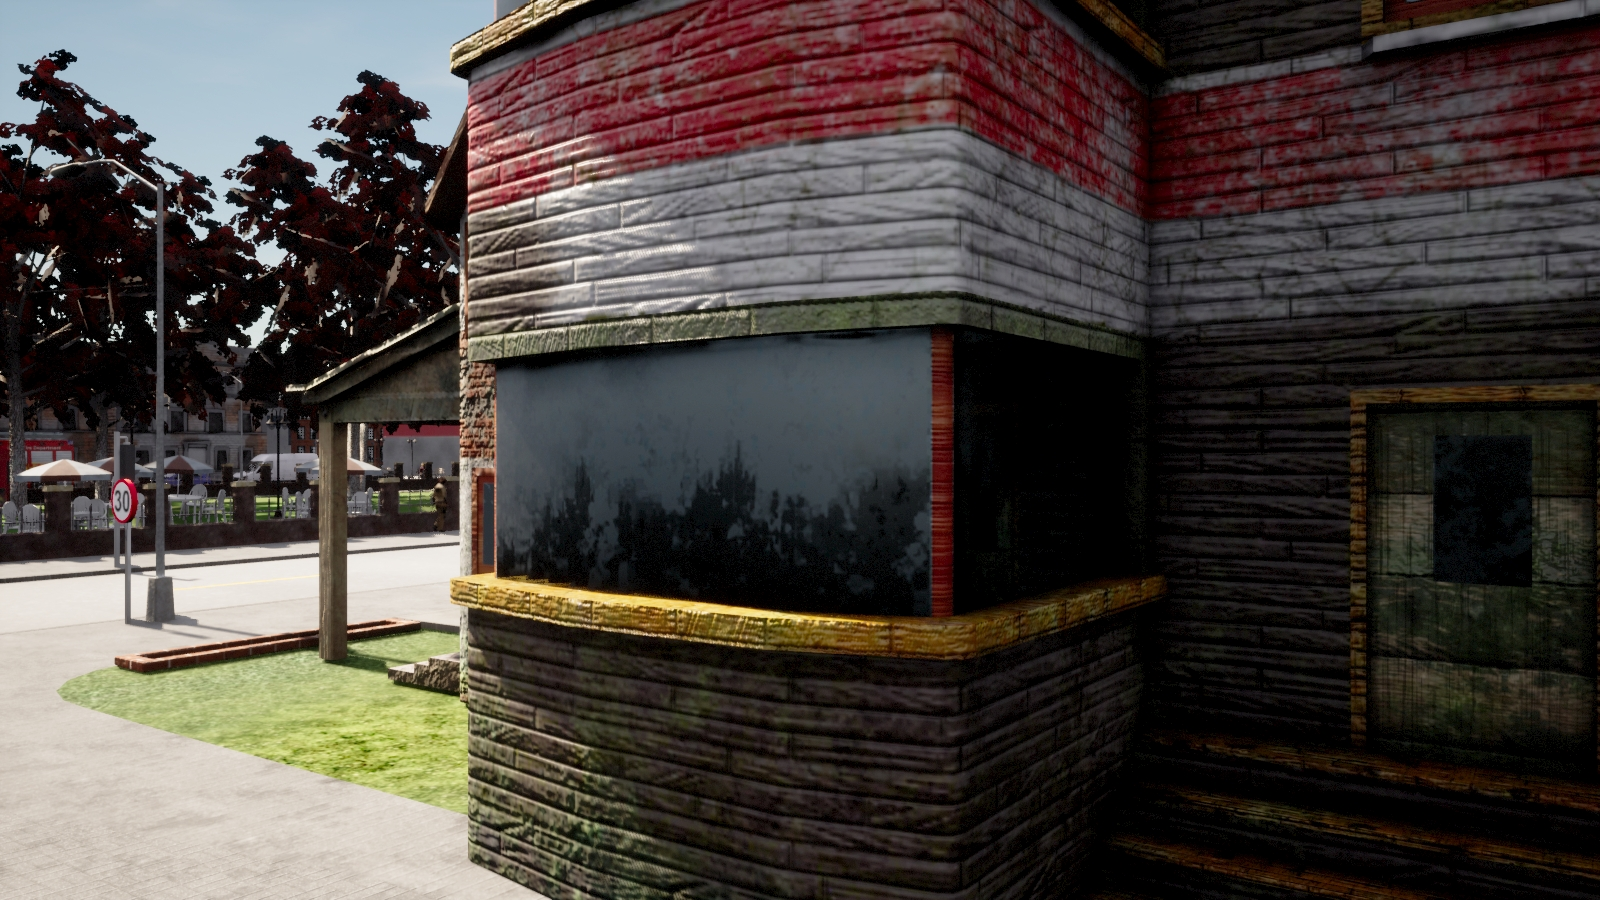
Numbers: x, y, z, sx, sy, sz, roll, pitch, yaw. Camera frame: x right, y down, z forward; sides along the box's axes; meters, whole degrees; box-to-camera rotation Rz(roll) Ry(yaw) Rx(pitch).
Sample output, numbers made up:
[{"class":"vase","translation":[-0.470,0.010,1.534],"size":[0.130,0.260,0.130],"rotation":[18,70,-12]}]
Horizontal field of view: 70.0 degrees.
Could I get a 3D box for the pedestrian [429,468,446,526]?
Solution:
[{"class":"pedestrian","translation":[-11.714,1.525,36.960],"size":[0.375,1.860,0.375],"rotation":[0,0,35]}]
